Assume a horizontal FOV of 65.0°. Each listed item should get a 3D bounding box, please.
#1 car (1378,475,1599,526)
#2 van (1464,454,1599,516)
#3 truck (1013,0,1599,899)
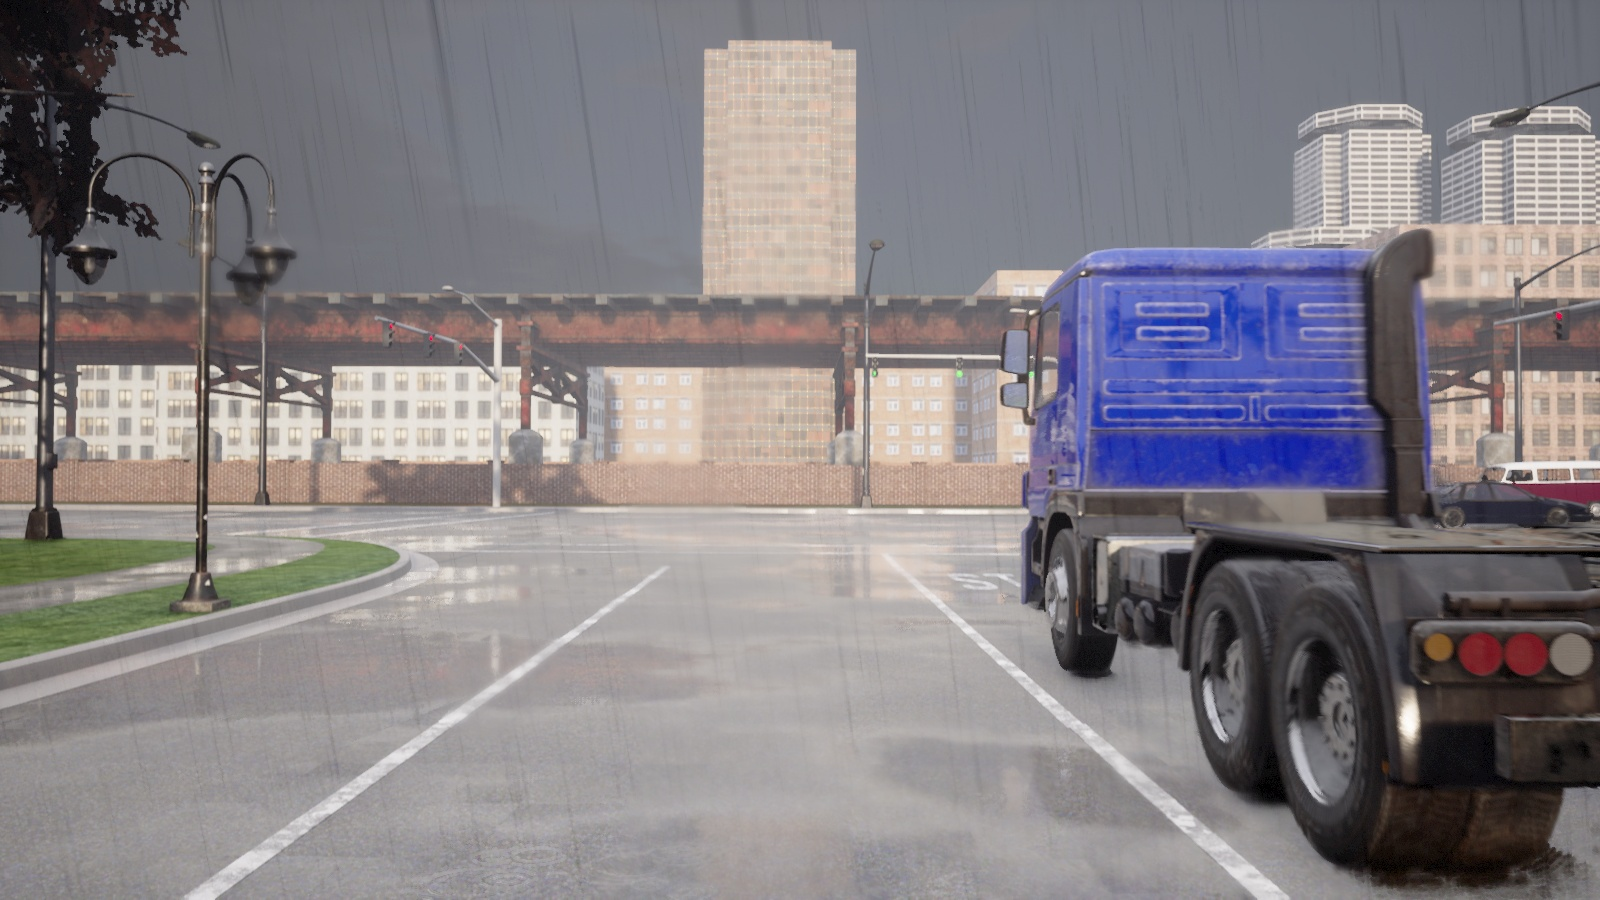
[{"bbox_3d":[20.037,1.451,36.683,5.357,1.411,2.033,-1,-1,1],"label":"car"},{"bbox_3d":[25.847,1.187,43.552,4.480,2.038,2.069,-1,-1,1],"label":"van"},{"bbox_3d":[3.474,-0.018,7.881,2.891,3.462,7.936,0,-1,0],"label":"truck"}]
